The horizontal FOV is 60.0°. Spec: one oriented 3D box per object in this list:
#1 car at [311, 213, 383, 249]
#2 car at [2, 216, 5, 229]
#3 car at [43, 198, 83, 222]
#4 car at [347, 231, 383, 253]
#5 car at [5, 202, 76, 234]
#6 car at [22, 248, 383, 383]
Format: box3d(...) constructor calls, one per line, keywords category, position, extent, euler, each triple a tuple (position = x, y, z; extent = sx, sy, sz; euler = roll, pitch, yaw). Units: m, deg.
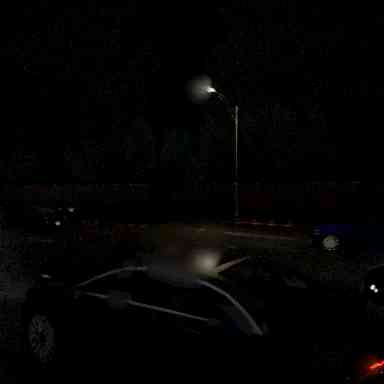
box3d(category="car", position=(6.923, 1.475, 11.951), extent=(5.008, 1.535, 1.882), euler=(0, 0, 35))
box3d(category="car", position=(-11.897, 1.489, 16.771), extent=(5.357, 1.411, 2.033), euler=(0, 0, 35))
box3d(category="car", position=(-9.977, 1.287, 23.998), extent=(4.553, 1.767, 2.097), euler=(0, 0, 35))
box3d(category="car", position=(4.786, 1.568, 4.878), extent=(4.181, 1.385, 1.994), euler=(0, 0, 35))
box3d(category="car", position=(-9.007, 1.471, 19.009), extent=(4.674, 1.442, 1.812), euler=(0, 0, 35))
box3d(category="car", position=(-0.198, 1.485, 4.134), extent=(4.902, 1.511, 2.128), euler=(0, 0, 36))
